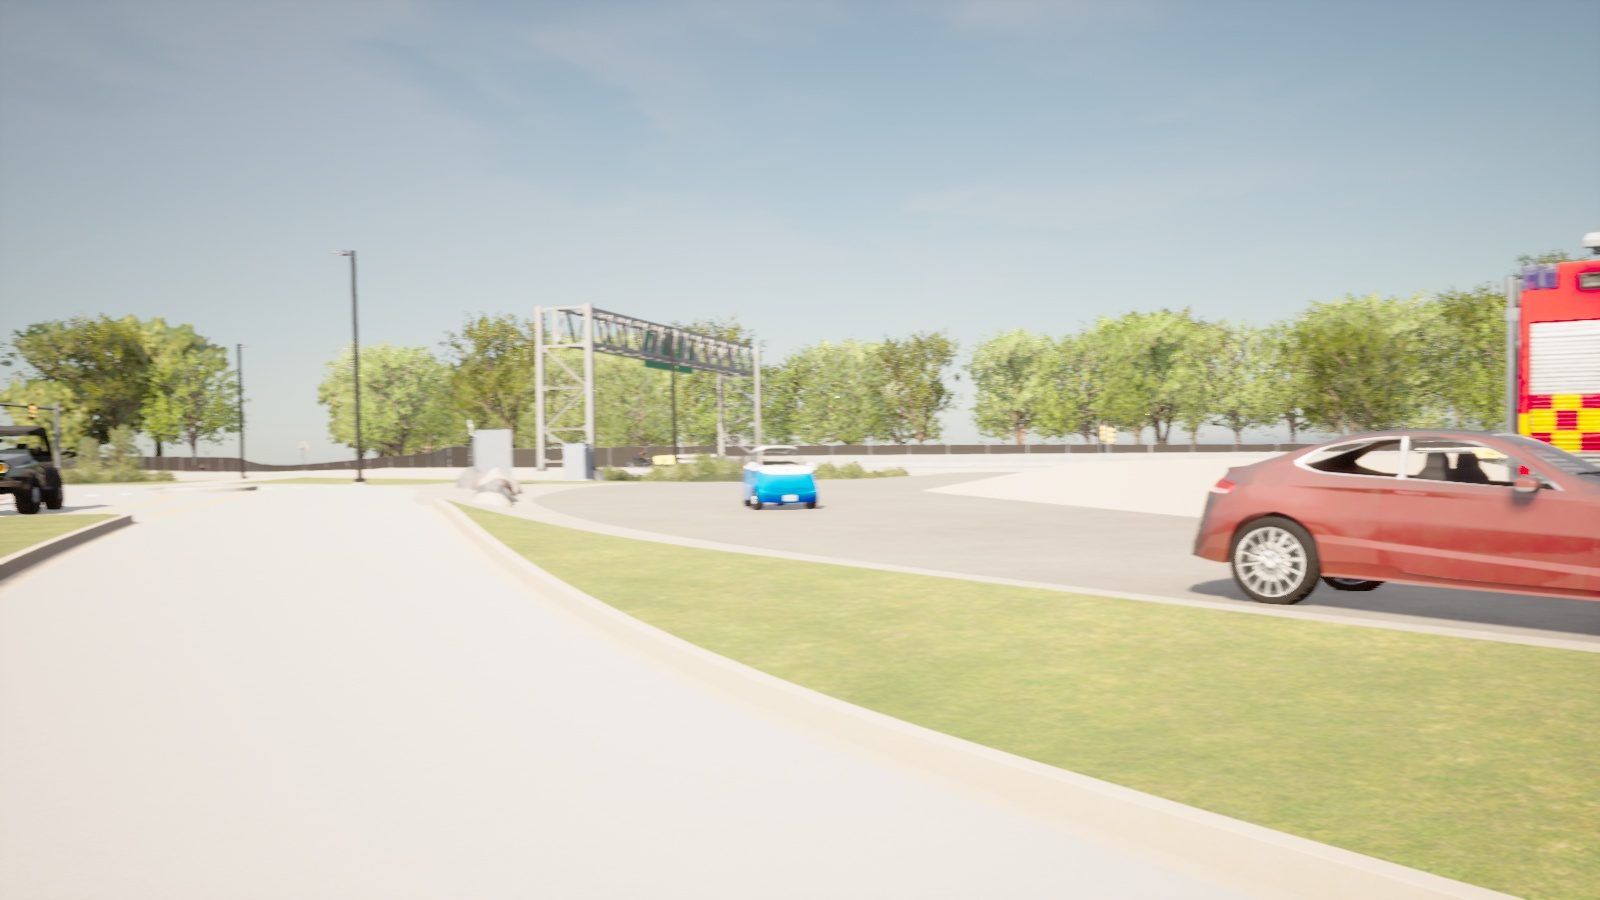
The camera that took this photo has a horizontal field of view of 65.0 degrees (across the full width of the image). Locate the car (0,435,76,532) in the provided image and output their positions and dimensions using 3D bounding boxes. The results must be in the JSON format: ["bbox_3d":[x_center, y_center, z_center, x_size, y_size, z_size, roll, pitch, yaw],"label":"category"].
[{"bbox_3d":[-16.785,0.702,26.477,1.905,1.878,3.866,-3,0,-20],"label":"car"}]

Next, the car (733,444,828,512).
[{"bbox_3d":[-0.455,0.592,27.432,1.481,1.376,2.207,-1,0,-18],"label":"car"}]

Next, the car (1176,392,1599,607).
[{"bbox_3d":[6.160,0.374,11.090,5.027,1.651,2.152,0,0,45],"label":"car"}]

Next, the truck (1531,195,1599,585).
[{"bbox_3d":[11.606,-0.644,11.110,8.468,3.827,2.891,-1,1,40],"label":"truck"}]

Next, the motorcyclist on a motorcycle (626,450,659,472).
[{"bbox_3d":[-12.186,0.855,97.109,2.350,1.649,0.766,-1,0,7],"label":"motorcyclist on a motorcycle"}]
